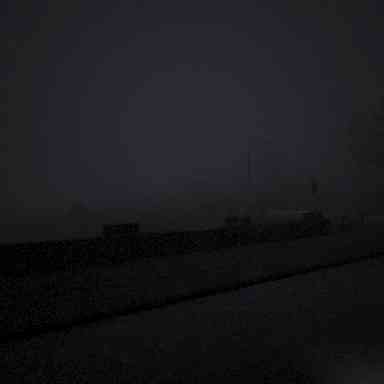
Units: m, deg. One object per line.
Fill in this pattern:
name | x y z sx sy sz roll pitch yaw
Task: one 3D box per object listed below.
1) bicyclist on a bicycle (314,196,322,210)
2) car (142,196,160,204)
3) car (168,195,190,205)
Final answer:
bicyclist on a bicycle | 15.178 1.349 40.088 1.656 1.620 0.582 0 0 -35
car | -8.183 1.478 65.443 1.882 1.535 5.008 0 0 -35
car | -2.311 1.352 57.291 2.097 1.767 4.553 0 0 -35
